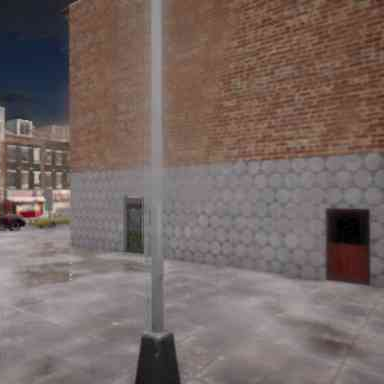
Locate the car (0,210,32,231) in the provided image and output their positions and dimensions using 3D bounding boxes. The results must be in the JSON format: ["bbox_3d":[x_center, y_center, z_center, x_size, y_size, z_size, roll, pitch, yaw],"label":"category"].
[{"bbox_3d":[-14.342,1.923,23.081,2.192,1.841,5.009,-2,-2,36],"label":"car"}]

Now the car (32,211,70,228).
[{"bbox_3d":[-11.012,2.238,27.721,1.752,1.417,4.829,-2,-2,36],"label":"car"}]
